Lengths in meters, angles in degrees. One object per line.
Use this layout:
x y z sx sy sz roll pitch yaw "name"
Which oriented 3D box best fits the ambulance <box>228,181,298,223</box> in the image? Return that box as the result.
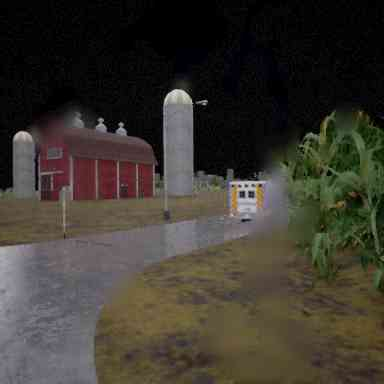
4.792 0.581 21.118 2.351 2.431 6.366 -1 1 36 "ambulance"
